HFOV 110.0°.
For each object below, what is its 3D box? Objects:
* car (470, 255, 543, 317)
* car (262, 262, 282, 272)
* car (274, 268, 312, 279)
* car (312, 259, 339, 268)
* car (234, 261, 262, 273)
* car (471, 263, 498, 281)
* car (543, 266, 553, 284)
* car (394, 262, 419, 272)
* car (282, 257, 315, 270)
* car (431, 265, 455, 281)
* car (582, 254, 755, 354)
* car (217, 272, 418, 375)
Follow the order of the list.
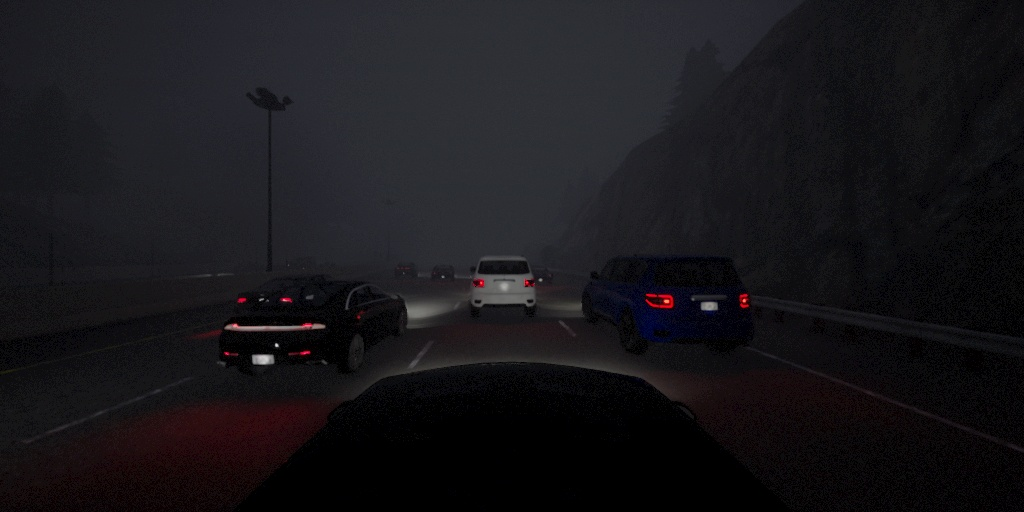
[{"bbox_3d":[-0.403,0.995,13.568,2.150,2.045,5.566,0,0,-4],"label":"car"},{"bbox_3d":[-31.010,1.503,47.971,1.895,1.301,4.718,0,0,-12],"label":"car"},{"bbox_3d":[-7.347,1.334,12.844,2.033,1.411,5.357,0,0,-4],"label":"car"},{"bbox_3d":[-23.275,1.446,45.437,1.994,1.385,4.181,0,0,-12],"label":"car"},{"bbox_3d":[-34.395,1.399,47.093,2.128,1.511,4.902,0,0,-12],"label":"car"},{"bbox_3d":[-2.498,1.376,31.528,1.994,1.385,4.181,0,0,-9],"label":"car"},{"bbox_3d":[1.702,1.396,27.308,1.895,1.301,4.718,0,0,-8],"label":"car"},{"bbox_3d":[-10.082,1.325,34.402,2.128,1.511,4.902,0,0,-10],"label":"car"},{"bbox_3d":[-27.072,1.113,46.373,2.150,2.045,5.566,0,0,-12],"label":"car"},{"bbox_3d":[-5.967,1.420,31.291,1.895,1.301,4.718,0,0,-9],"label":"car"},{"bbox_3d":[3.358,0.978,8.965,2.150,2.045,5.566,0,0,-2],"label":"car"},{"bbox_3d":[-3.611,1.260,7.517,2.128,1.511,4.902,0,0,-2],"label":"car"}]
